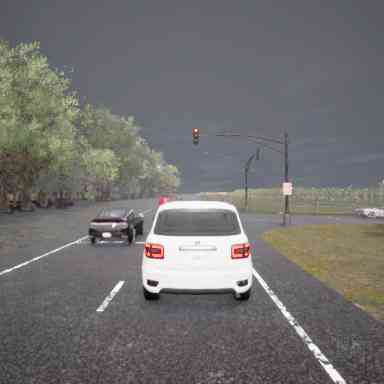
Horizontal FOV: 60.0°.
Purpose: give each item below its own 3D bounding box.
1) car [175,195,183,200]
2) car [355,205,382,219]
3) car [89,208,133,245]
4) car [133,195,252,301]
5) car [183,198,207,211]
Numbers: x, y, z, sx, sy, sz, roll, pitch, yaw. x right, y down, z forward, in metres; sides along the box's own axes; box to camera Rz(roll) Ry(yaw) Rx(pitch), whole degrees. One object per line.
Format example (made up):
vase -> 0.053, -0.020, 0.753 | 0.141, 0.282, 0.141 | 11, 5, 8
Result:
car -> -3.495, 1.553, 92.467 | 1.994, 1.385, 4.181 | 0, 0, 0
car -> 18.096, 1.856, 31.530 | 4.718, 1.301, 1.895 | 1, -1, 1
car -> -3.398, 1.496, 15.692 | 2.128, 1.511, 4.902 | 0, 0, 0
car -> 0.102, 1.224, 8.493 | 2.150, 2.045, 5.566 | 0, 0, 0
car -> 0.281, 1.555, 41.448 | 2.033, 1.411, 5.357 | 0, 0, -10
